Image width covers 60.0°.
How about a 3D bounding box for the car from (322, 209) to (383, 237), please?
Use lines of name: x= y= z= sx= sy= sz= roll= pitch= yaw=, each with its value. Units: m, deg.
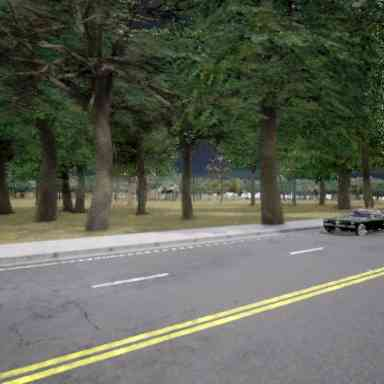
car: x=9.236 y=1.595 z=18.250 sx=4.718 sy=1.301 sz=1.895 roll=0 pitch=0 yaw=-35
